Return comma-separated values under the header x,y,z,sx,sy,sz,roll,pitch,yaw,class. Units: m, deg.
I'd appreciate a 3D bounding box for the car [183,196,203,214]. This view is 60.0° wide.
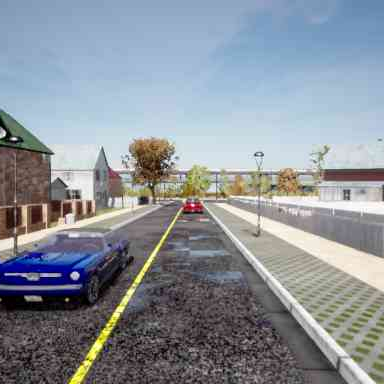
x,y,z,sx,sy,sz,roll,pitch,yaw,class
0.097,1.346,35.347,2.097,1.767,4.553,0,0,0,car

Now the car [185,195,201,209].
x,y,z,sx,sy,sz,roll,pitch,yaw,class
0.099,1.354,45.108,2.097,1.767,4.553,0,0,0,car

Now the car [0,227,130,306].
x,y,z,sx,sy,sz,roll,pitch,yaw,class
-2.844,1.596,8.157,1.895,1.301,4.718,0,0,0,car
